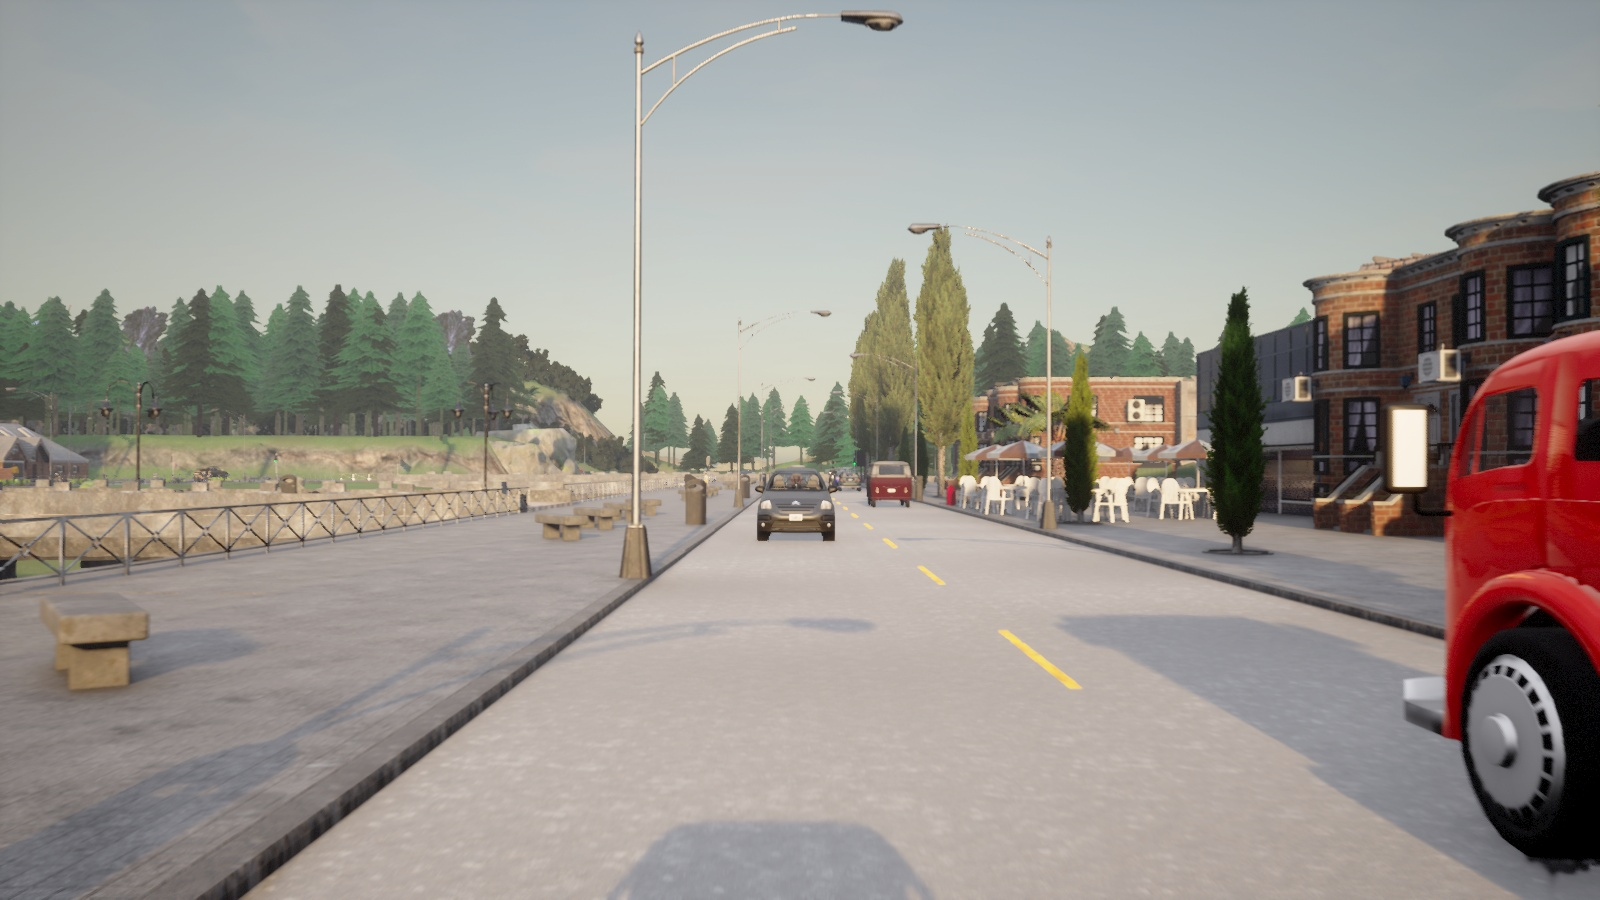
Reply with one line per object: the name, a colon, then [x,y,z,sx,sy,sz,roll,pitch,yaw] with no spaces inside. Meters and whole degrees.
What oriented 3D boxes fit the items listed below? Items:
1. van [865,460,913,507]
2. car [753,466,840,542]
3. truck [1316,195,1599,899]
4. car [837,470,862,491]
van: [3.856,1.449,55.082,1.775,1.987,4.442,0,-1,0]
car: [-0.075,1.180,28.694,1.851,1.617,3.988,0,-1,0]
truck: [3.987,0.374,3.855,2.627,2.467,5.204,0,-1,0]
car: [3.752,2.336,95.642,1.789,1.549,3.705,0,-1,0]
